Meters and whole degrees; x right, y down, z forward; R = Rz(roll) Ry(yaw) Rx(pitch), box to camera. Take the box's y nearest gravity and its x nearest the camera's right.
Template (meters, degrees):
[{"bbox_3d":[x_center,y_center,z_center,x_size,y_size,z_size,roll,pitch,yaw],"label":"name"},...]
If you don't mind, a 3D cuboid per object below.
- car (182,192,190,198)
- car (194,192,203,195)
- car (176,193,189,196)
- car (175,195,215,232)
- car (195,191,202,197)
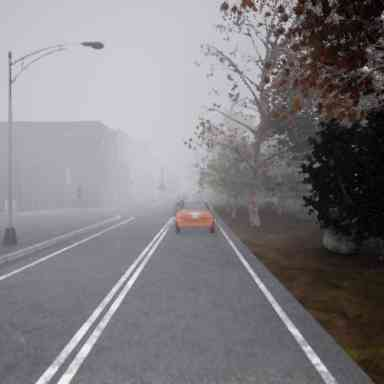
[{"bbox_3d":[-1.568,0.805,84.029,1.812,1.442,4.674,0,1,2],"label":"car"},{"bbox_3d":[1.567,0.690,80.333,2.097,1.767,4.553,0,1,2],"label":"car"},{"bbox_3d":[-2.082,1.000,68.219,2.128,1.511,4.902,0,1,2],"label":"car"},{"bbox_3d":[0.183,1.253,19.314,2.097,1.767,4.553,0,0,0],"label":"car"},{"bbox_3d":[1.880,0.590,90.364,1.812,1.442,4.674,0,1,2],"label":"car"}]
